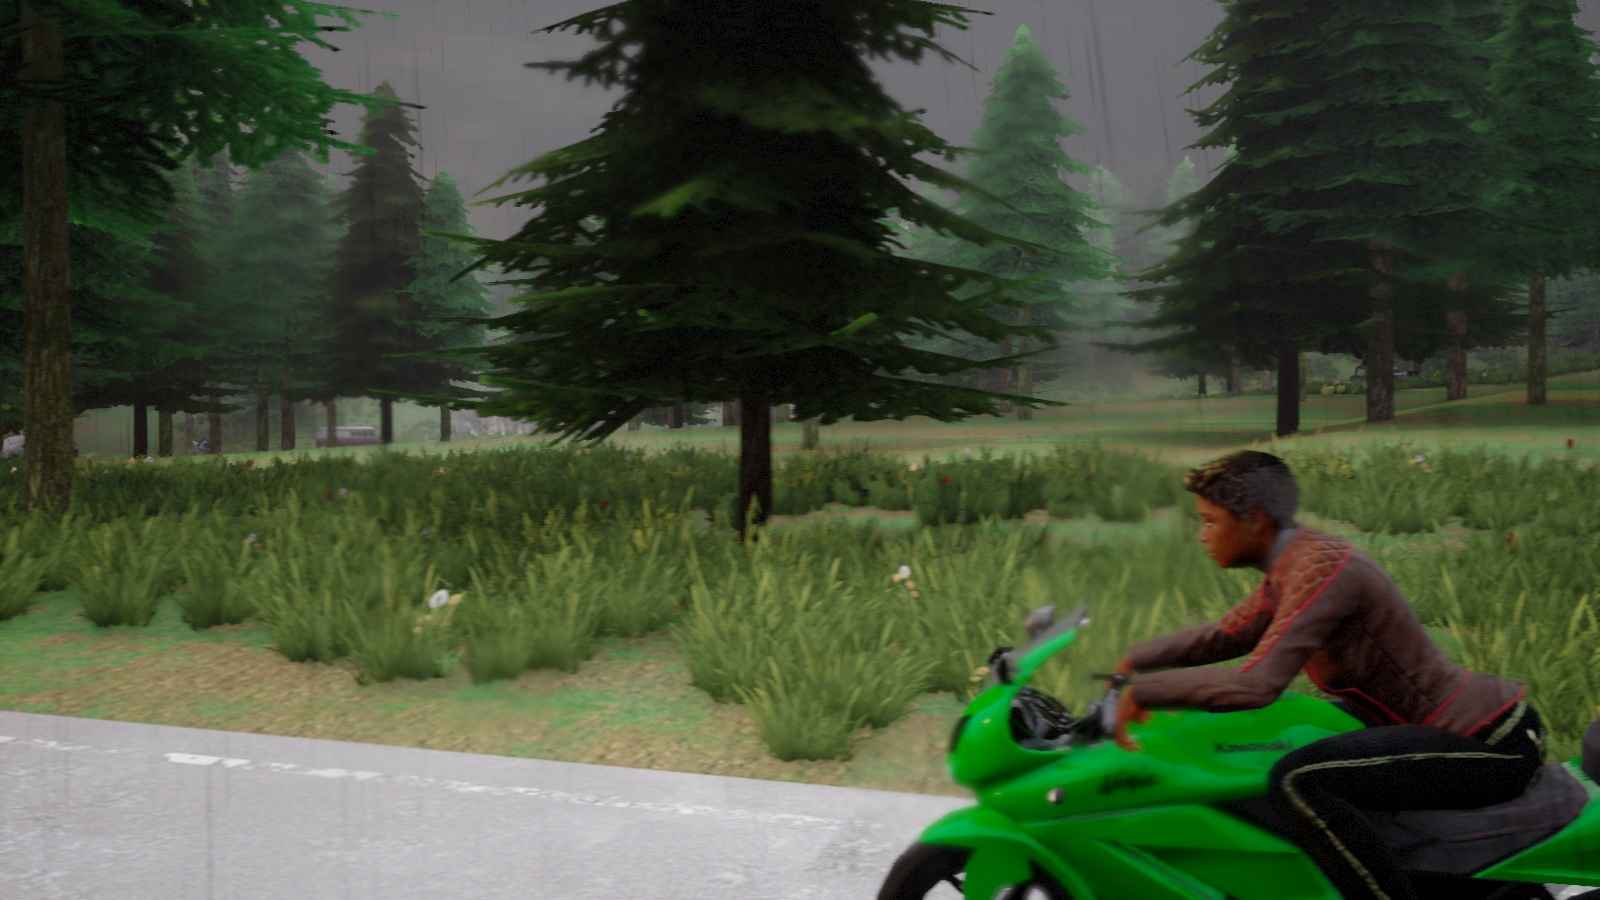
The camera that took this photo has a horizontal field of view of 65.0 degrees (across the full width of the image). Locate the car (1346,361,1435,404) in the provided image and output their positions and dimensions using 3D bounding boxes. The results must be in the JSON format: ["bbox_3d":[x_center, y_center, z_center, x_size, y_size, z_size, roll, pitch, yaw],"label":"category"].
[{"bbox_3d":[32.396,-3.685,68.926,1.905,1.878,3.866,0,-4,-38],"label":"car"}]

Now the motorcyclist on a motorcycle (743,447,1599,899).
[{"bbox_3d":[0.968,0.766,2.867,2.044,1.523,0.797,1,1,19],"label":"motorcyclist on a motorcycle"}]

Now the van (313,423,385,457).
[{"bbox_3d":[-27.416,-0.609,76.498,1.775,1.987,4.442,1,1,18],"label":"van"}]

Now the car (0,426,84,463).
[{"bbox_3d":[-36.481,-0.272,59.031,2.242,1.667,4.611,1,1,18],"label":"car"}]
